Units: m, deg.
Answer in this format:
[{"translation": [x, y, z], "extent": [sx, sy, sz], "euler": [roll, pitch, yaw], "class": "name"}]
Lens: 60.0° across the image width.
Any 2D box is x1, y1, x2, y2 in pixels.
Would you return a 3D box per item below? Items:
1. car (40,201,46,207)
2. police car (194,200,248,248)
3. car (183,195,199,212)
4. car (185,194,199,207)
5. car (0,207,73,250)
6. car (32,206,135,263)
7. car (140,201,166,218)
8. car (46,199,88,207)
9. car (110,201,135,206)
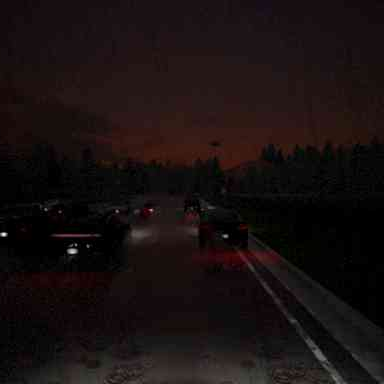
[{"translation": [-13.919, 1.453, 33.986], "extent": [1.812, 1.442, 4.674], "euler": [0, 0, 0], "class": "car"}, {"translation": [1.222, 1.394, 14.723], "extent": [1.930, 1.638, 5.238], "euler": [0, 0, 0], "class": "police car"}, {"translation": [0.019, 1.425, 37.825], "extent": [1.837, 1.490, 4.892], "euler": [0, 0, 1], "class": "car"}, {"translation": [-0.009, 1.245, 50.014], "extent": [2.097, 1.767, 4.553], "euler": [0, 0, 0], "class": "car"}, {"translation": [-6.901, 1.533, 14.255], "extent": [1.994, 1.385, 4.181], "euler": [0, 0, 0], "class": "car"}, {"translation": [-3.403, 1.466, 11.884], "extent": [2.128, 1.511, 4.902], "euler": [0, 0, 0], "class": "car"}, {"translation": [-3.405, 1.500, 29.868], "extent": [1.994, 1.385, 4.181], "euler": [0, 0, 0], "class": "car"}, {"translation": [-10.406, 1.416, 28.748], "extent": [1.882, 1.535, 5.008], "euler": [0, 0, 0], "class": "car"}, {"translation": [-6.904, 1.530, 32.922], "extent": [1.895, 1.301, 4.718], "euler": [0, 0, 0], "class": "car"}]
